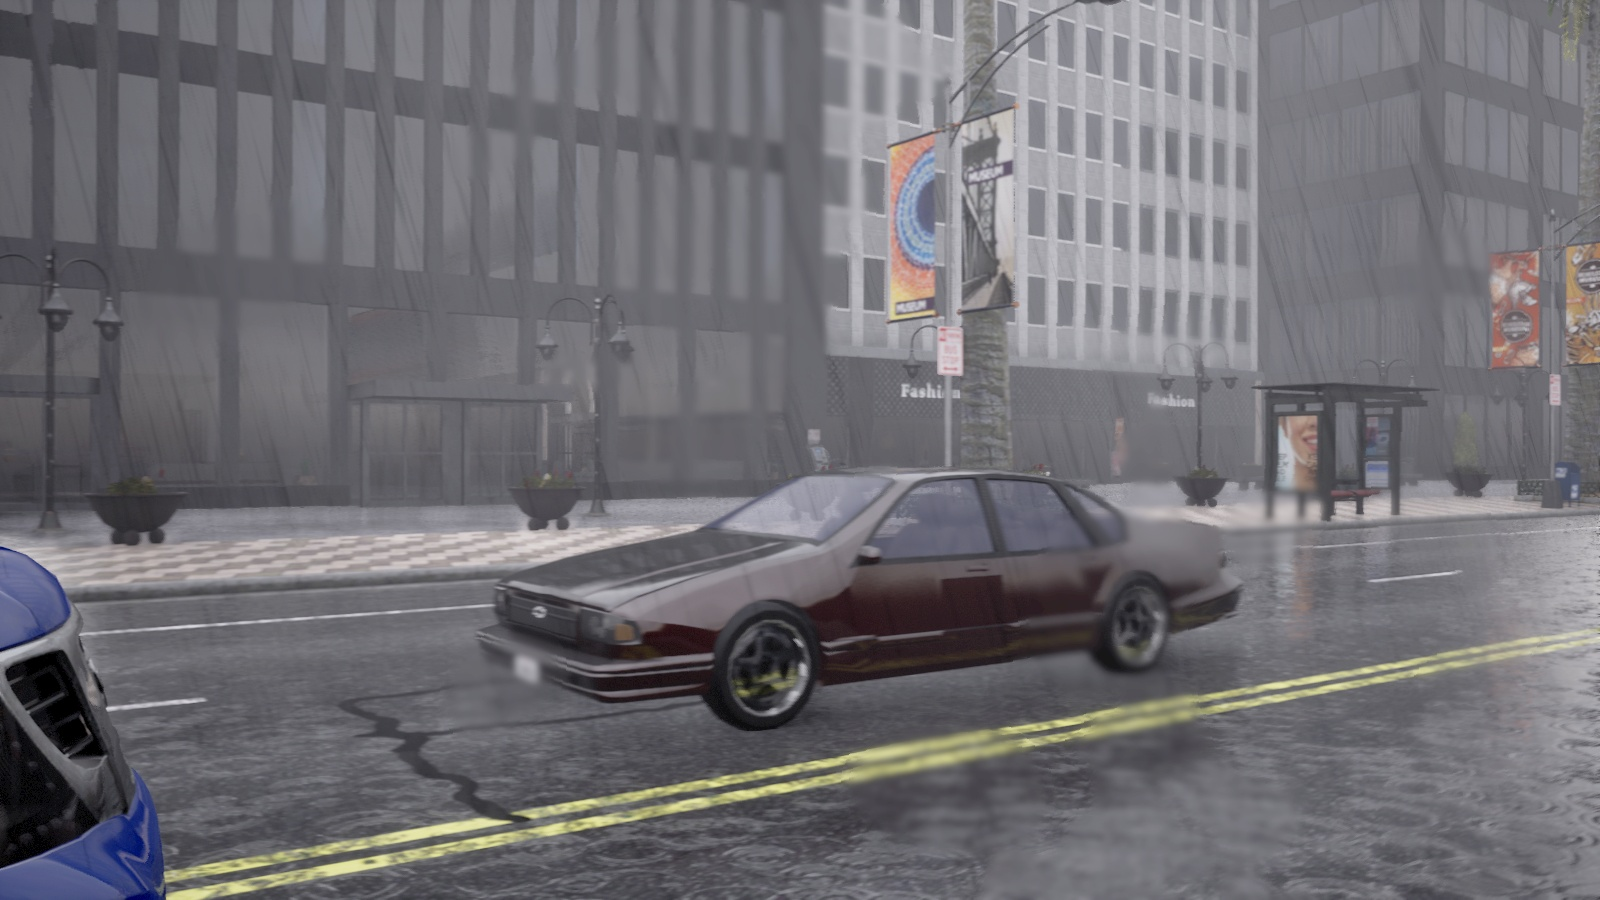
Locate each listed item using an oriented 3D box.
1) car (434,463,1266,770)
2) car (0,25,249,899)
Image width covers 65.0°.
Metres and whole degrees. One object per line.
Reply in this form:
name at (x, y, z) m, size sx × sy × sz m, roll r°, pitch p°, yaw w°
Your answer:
car at (0.558, 0.811, 8.311) m, size 5.357 × 1.411 × 2.033 m, roll 0°, pitch 0°, yaw -35°
car at (-3.688, 0.474, 1.093) m, size 5.566 × 2.045 × 2.150 m, roll 0°, pitch 0°, yaw -35°
